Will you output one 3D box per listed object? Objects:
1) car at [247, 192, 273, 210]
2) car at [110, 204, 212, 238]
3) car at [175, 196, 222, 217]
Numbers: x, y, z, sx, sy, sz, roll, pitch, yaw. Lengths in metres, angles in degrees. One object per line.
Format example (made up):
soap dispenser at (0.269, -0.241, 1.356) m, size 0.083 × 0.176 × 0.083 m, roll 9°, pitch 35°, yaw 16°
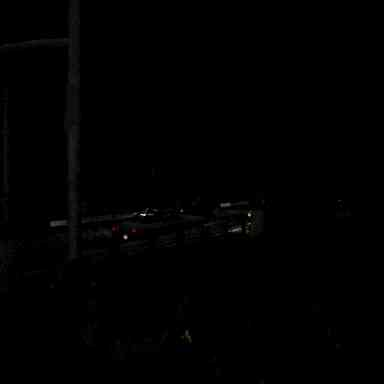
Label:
car at (6.993, 0.774, 30.623) m, size 1.882 × 1.535 × 5.008 m, roll 0°, pitch 1°, yaw 42°
car at (-1.352, 1.507, 15.530) m, size 1.895 × 1.301 × 4.718 m, roll 0°, pitch 2°, yaw 40°
car at (0.117, 1.086, 22.924) m, size 2.128 × 1.511 × 4.902 m, roll 0°, pitch 3°, yaw 41°
